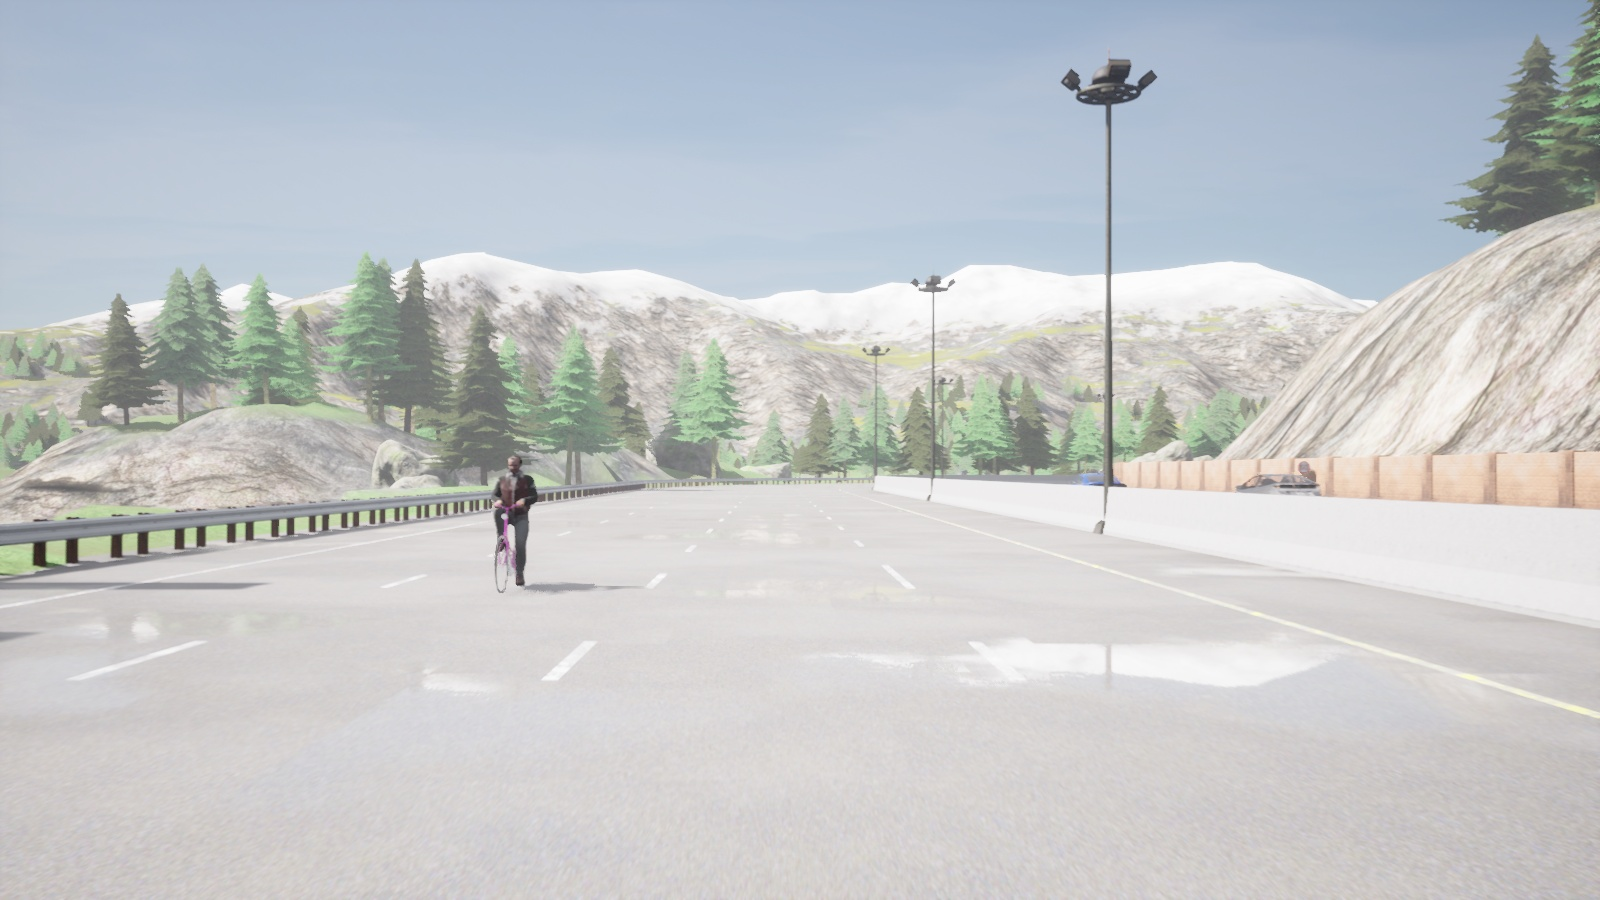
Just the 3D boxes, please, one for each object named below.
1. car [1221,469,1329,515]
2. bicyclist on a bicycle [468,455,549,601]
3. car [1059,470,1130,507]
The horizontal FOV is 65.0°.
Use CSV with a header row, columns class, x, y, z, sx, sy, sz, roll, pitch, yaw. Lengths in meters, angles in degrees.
class,x,y,z,sx,sy,sz,roll,pitch,yaw
car,16.682,1.435,44.339,2.007,1.525,4.514,0,-1,-1
bicyclist on a bicycle,-3.745,0.973,16.270,0.659,1.776,1.843,0,-1,-1
car,12.950,1.669,55.538,1.882,1.535,5.008,0,-1,-1
